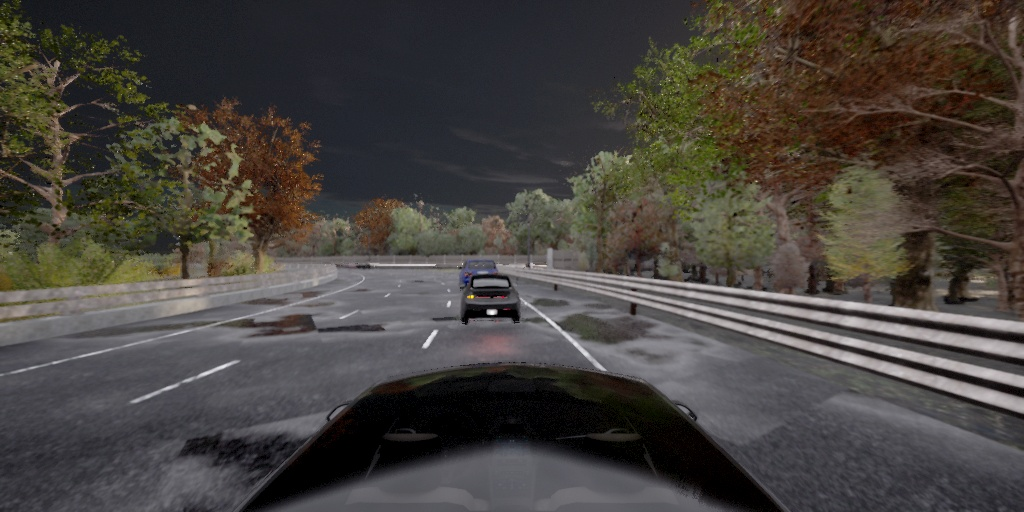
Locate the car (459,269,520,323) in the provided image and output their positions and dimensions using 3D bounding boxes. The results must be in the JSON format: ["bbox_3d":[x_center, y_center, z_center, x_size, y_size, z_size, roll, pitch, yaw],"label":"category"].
[{"bbox_3d":[-0.815,1.392,12.743,1.837,1.490,4.892,0,-1,-6],"label":"car"}]

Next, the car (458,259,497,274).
[{"bbox_3d":[-2.192,1.234,22.884,2.150,2.045,5.566,0,-1,-12],"label":"car"}]
